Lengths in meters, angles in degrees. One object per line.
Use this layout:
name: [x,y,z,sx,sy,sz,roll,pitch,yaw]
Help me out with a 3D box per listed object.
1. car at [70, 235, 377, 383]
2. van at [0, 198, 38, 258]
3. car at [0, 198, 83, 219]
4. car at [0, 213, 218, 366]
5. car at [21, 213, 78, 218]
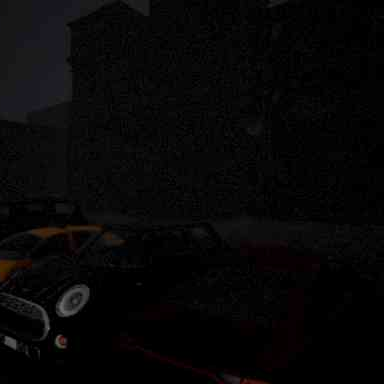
car: [1.204,1.479,4.490,2.097,1.535,5.008,0,0,35]
van: [-7.775,1.233,11.047,1.878,1.987,4.442,0,0,36]
car: [-5.501,1.215,9.243,2.435,2.045,5.566,0,0,36]
car: [-1.037,1.351,6.134,2.185,1.767,4.553,0,0,36]
car: [-3.325,1.470,7.500,1.946,1.575,5.366,0,0,36]
